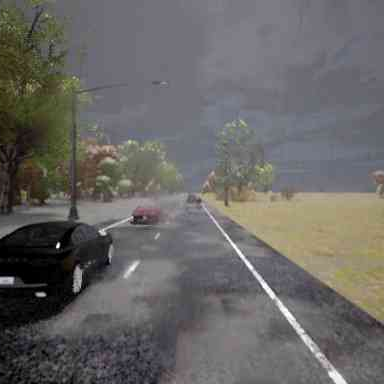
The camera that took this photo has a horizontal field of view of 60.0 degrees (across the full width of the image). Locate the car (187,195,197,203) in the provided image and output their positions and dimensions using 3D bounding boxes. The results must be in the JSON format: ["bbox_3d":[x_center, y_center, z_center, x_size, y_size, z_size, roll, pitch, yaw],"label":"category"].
[{"bbox_3d":[-0.011,1.330,70.301,2.097,1.767,4.553,0,0,0],"label":"car"}]

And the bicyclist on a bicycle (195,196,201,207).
[{"bbox_3d":[0.960,1.417,51.165,0.866,1.612,1.509,0,0,0],"label":"bicyclist on a bicycle"}]

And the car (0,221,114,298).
[{"bbox_3d":[-3.401,1.474,8.583,1.882,1.535,5.008,0,0,0],"label":"car"}]

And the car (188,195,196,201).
[{"bbox_3d":[-0.015,1.462,80.629,1.837,1.490,4.892,0,0,0],"label":"car"}]

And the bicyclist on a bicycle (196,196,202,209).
[{"bbox_3d":[0.956,1.355,41.894,0.659,1.776,1.843,0,0,0],"label":"bicyclist on a bicycle"}]

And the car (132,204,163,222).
[{"bbox_3d":[-3.408,1.590,26.415,1.895,1.301,4.718,0,0,0],"label":"car"}]
